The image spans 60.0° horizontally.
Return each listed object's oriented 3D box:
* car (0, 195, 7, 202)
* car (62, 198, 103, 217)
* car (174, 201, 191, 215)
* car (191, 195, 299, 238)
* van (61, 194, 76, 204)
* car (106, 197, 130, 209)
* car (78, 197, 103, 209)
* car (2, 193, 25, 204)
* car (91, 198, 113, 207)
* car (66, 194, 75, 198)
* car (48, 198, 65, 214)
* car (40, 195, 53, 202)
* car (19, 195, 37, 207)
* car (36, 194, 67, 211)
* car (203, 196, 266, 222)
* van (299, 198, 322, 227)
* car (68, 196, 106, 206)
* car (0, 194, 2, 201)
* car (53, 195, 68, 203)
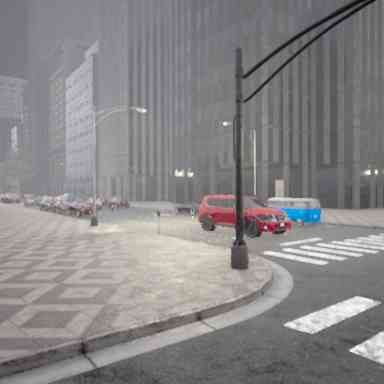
[{"bbox_3d":[-43.645,1.432,76.205,1.752,1.417,4.829,0,0,-35],"label":"car"},{"bbox_3d":[-10.250,1.532,31.022,1.887,1.381,4.507,0,0,-36],"label":"car"},{"bbox_3d":[-0.026,1.523,31.534,1.947,1.339,4.313,0,0,-36],"label":"car"},{"bbox_3d":[2.611,1.204,18.012,2.150,2.045,5.566,0,0,-37],"label":"car"},{"bbox_3d":[-23.492,1.267,63.282,1.690,1.788,3.998,0,0,-36],"label":"van"},{"bbox_3d":[-10.083,1.389,45.140,1.967,1.590,4.097,0,0,-36],"label":"car"},{"bbox_3d":[-13.958,1.484,45.661,1.812,1.442,4.674,0,0,-36],"label":"car"},{"bbox_3d":[-33.713,1.263,62.768,2.192,1.841,5.009,0,0,-36],"label":"car"},{"bbox_3d":[-13.436,1.528,49.677,1.802,1.307,4.206,0,0,-36],"label":"car"},{"bbox_3d":[-20.008,1.515,53.760,1.994,1.385,4.181,0,0,-36],"label":"car"},{"bbox_3d":[-13.602,1.567,35.557,1.802,1.307,4.206,0,0,-36],"label":"car"},{"bbox_3d":[-33.665,1.411,77.059,1.752,1.417,4.829,0,0,-35],"label":"car"},{"bbox_3d":[-23.657,1.525,49.162,2.008,1.369,4.403,0,0,-36],"label":"car"},{"bbox_3d":[-16.954,1.422,40.092,1.967,1.590,4.097,0,0,-36],"label":"car"},{"bbox_3d":[3.325,1.275,26.997,2.192,1.841,5.009,0,0,-36],"label":"car"},{"bbox_3d":[6.678,1.301,22.461,1.690,1.788,3.998,0,0,-36],"label":"van"},{"bbox_3d":[-12.059,1.522,37.813,2.033,1.411,5.357,0,0,-36],"label":"car"},{"bbox_3d":[-37.066,1.250,67.304,2.192,1.841,5.009,0,0,-36],"label":"car"},{"bbox_3d":[-26.945,1.440,67.957,1.752,1.417,4.829,0,0,-36],"label":"car"}]
